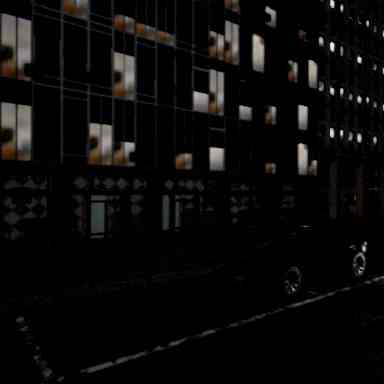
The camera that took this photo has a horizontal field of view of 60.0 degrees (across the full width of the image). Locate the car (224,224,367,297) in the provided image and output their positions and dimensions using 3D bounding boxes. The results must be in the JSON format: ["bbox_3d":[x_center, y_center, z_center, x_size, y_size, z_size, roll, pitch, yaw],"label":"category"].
[{"bbox_3d":[2.797,1.542,8.547,4.313,1.339,1.947,0,0,-35],"label":"car"}]
